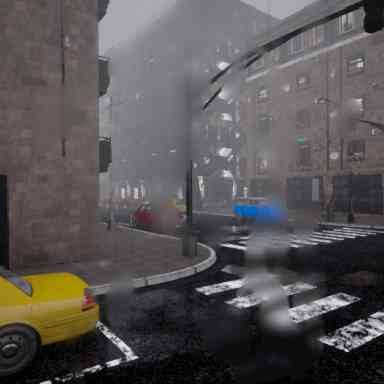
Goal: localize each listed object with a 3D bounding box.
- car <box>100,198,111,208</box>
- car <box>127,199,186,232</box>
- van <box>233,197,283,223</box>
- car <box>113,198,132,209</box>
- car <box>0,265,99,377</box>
[{"bbox_3d":[-11.766,1.463,47.787,1.887,1.381,4.507,-1,0,-36],"label":"car"},{"bbox_3d":[-1.928,1.440,19.972,1.967,1.590,4.097,0,0,-36],"label":"car"},{"bbox_3d":[4.864,1.280,24.880,1.690,1.788,3.998,0,0,-36],"label":"van"},{"bbox_3d":[-8.440,1.463,43.206,1.887,1.381,4.507,-1,0,-36],"label":"car"},{"bbox_3d":[-3.634,1.525,3.972,4.829,1.417,1.752,0,0,-36],"label":"car"}]
